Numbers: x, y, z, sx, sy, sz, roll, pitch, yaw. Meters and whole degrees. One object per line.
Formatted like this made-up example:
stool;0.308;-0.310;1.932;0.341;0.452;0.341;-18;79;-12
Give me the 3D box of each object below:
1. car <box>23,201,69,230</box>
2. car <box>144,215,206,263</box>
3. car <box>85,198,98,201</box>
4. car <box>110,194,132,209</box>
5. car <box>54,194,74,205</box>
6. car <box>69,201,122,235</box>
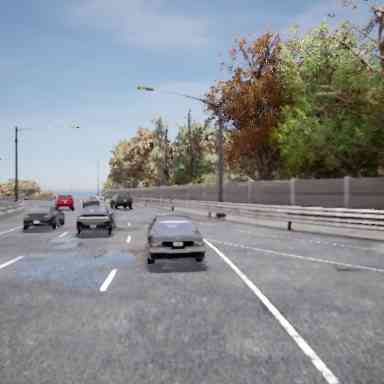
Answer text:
car;-9.399;1.559;21.348;1.812;1.442;4.674;0;0;-12
car;-0.724;1.549;12.096;2.033;1.411;5.357;0;0;-7
car;-13.768;1.553;45.348;1.837;1.490;4.892;0;0;-24
car;-9.518;1.254;44.467;2.150;2.045;5.566;0;0;-23
car;-16.904;1.281;43.917;2.150;2.045;5.566;0;0;-24
car;-5.384;1.510;19.104;2.128;1.511;4.902;0;0;-10
